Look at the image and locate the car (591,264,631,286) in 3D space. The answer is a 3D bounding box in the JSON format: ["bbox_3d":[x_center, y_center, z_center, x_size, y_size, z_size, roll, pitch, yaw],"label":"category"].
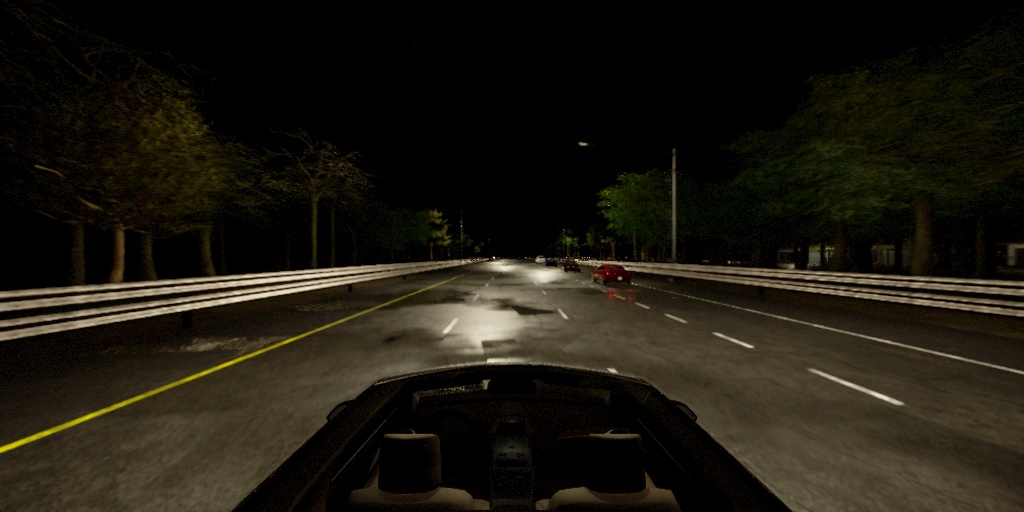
[{"bbox_3d":[7.024,1.284,25.623,1.812,1.442,4.674,0,0,0],"label":"car"}]

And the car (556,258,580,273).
[{"bbox_3d":[7.057,1.308,43.689,2.033,1.411,5.357,0,0,0],"label":"car"}]
